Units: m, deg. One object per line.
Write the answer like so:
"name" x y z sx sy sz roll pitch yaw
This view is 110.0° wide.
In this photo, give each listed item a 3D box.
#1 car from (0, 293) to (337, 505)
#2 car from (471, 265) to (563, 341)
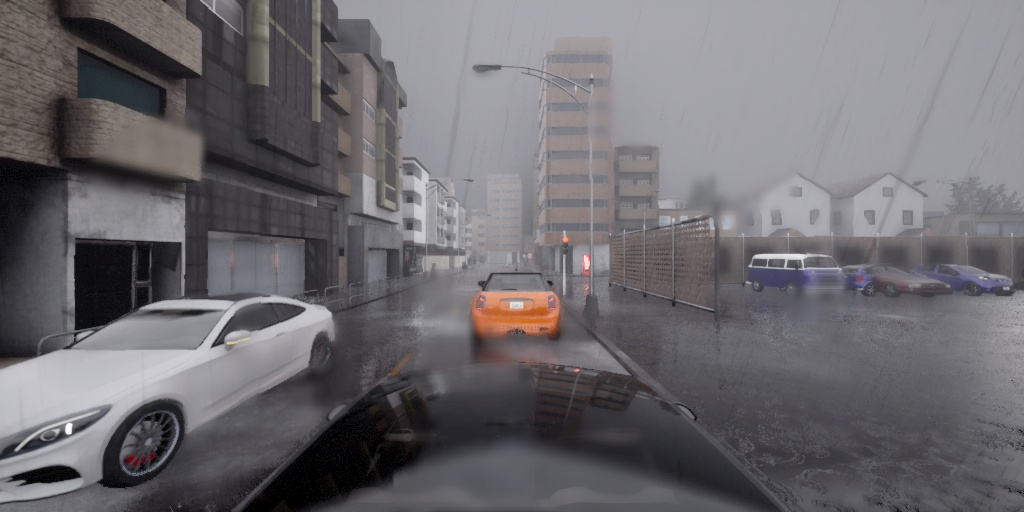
"car" -4.089 1.276 4.742 1.812 1.442 4.674 0 0 0
"car" 0.102 1.102 10.009 2.097 1.767 4.553 0 0 0
